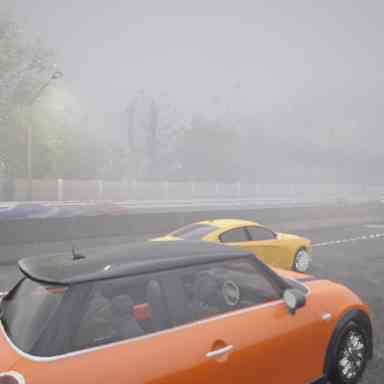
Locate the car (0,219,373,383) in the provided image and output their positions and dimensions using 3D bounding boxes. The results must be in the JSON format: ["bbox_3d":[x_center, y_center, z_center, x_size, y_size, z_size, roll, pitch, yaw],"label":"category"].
[{"bbox_3d":[0.090,1.350,3.812,4.553,1.767,2.097,0,0,-35],"label":"car"}]

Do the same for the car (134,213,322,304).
[{"bbox_3d":[1.165,1.473,8.876,5.008,1.535,1.882,0,0,-35],"label":"car"}]

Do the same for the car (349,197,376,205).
[{"bbox_3d":[25.218,1.475,47.721,5.008,1.535,1.882,0,0,-35],"label":"car"}]

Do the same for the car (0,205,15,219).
[{"bbox_3d":[-12.465,1.524,24.386,4.674,1.442,1.812,0,0,-38],"label":"car"}]

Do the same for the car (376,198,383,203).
[{"bbox_3d":[27.404,1.475,44.983,5.008,1.535,1.882,0,0,-35],"label":"car"}]

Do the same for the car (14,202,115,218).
[{"bbox_3d":[-7.468,1.544,20.161,5.357,1.411,2.033,0,0,-36],"label":"car"}]

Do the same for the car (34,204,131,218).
[{"bbox_3d":[-5.577,1.561,17.210,4.181,1.385,1.994,0,0,-35],"label":"car"}]

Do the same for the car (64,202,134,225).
[{"bbox_3d":[-6.900,1.521,24.864,4.674,1.442,1.812,0,0,-35],"label":"car"}]

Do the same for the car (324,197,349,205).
[{"bbox_3d":[21.759,1.502,49.557,4.892,1.490,1.837,0,0,-35],"label":"car"}]
